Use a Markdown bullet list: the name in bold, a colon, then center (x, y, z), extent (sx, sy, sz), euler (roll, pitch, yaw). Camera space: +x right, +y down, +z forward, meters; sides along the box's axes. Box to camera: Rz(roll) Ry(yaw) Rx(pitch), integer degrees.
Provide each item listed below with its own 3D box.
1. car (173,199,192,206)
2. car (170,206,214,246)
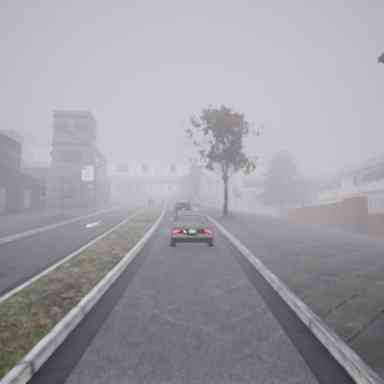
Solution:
- **car**: center (-1.092, 1.561, 38.582), extent (1.837, 1.490, 4.892), euler (0, 0, -4)
- **car**: center (-0.045, 1.572, 15.355), extent (2.033, 1.411, 5.357), euler (0, 0, -1)
